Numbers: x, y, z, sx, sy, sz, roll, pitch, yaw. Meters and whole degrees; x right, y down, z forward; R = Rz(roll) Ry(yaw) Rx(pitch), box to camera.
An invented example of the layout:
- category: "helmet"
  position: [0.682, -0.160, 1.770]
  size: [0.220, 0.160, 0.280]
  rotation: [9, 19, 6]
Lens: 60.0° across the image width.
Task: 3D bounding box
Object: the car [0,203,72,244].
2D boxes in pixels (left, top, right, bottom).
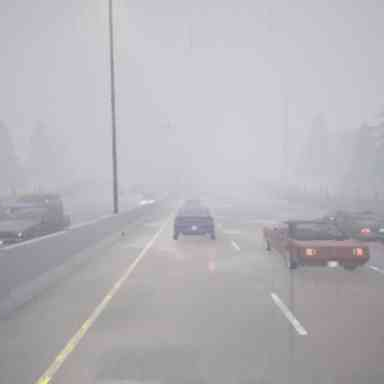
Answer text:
- category: "car"
  position: [-7.096, 1.458, 14.940]
  size: [2.033, 1.411, 5.357]
  rotation: [0, 0, 0]

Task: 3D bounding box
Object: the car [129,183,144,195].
- category: "car"
  position: [-10.497, -0.635, 63.408]
  size: [2.150, 2.045, 5.566]
  rotation: [0, 6, 0]

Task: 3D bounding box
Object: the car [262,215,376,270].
- category: "car"
  position: [3.601, 1.538, 10.703]
  size: [1.895, 1.301, 4.718]
  rotation: [0, 0, 0]

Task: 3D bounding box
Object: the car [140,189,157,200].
- category: "car"
  position: [-7.021, 0.470, 56.114]
  size: [1.895, 1.301, 4.718]
  rotation: [0, 5, 1]

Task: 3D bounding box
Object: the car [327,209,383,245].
- category: "car"
  position: [7.101, 1.457, 14.883]
  size: [2.033, 1.411, 5.357]
  rotation: [0, 0, 0]

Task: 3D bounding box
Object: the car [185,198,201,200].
- category: "car"
  position: [0.105, 1.312, 38.011]
  size: [1.994, 1.385, 4.181]
  rotation: [0, 1, 0]

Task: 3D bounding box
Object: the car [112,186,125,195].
- category: "car"
  position: [-13.996, -0.341, 63.474]
  size: [1.812, 1.442, 4.674]
  rotation: [0, 6, 0]

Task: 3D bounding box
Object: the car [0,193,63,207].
- category: "car"
  position: [-10.582, 1.083, 22.591]
  size: [2.150, 2.045, 5.566]
  rotation: [0, 0, 0]

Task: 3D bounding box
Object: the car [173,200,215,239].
- category: "car"
  position: [0.101, 1.376, 16.658]
  size: [1.882, 1.535, 5.008]
  rotation: [0, 0, 0]
